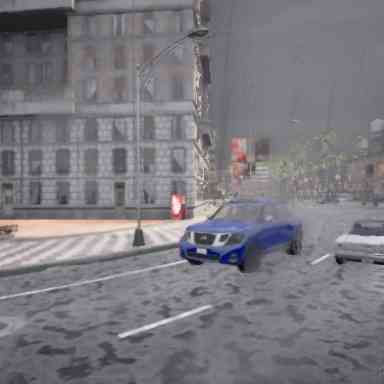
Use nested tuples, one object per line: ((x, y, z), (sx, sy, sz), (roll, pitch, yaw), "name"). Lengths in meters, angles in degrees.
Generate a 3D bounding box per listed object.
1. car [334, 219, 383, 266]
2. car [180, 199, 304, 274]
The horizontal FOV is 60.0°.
((6.193, 1.633, 11.171), (1.895, 1.301, 4.718), (-1, 0, 35), "car")
((1.975, 1.284, 11.361), (2.150, 2.045, 5.566), (0, 0, 38), "car")
